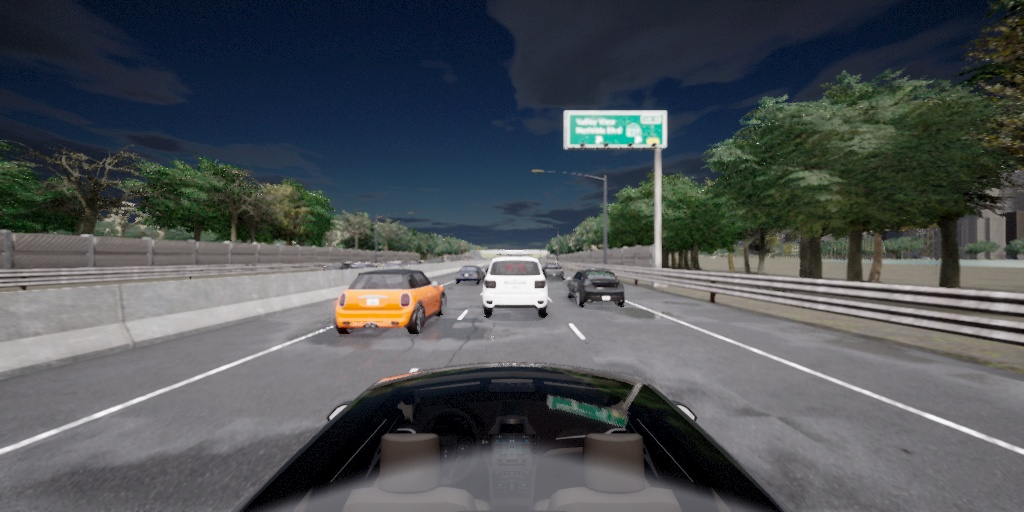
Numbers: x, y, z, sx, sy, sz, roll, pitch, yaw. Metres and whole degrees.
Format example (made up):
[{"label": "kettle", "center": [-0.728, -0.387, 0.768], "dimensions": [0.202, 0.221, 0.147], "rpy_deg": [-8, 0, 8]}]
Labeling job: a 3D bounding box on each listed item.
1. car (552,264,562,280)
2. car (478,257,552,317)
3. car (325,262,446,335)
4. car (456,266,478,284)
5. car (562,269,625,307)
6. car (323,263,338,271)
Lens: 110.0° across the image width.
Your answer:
[{"label": "car", "center": [3.752, 1.452, 33.836], "dimensions": [2.128, 1.511, 4.902], "rpy_deg": [0, 0, 1]}, {"label": "car", "center": [0.119, 1.060, 13.843], "dimensions": [2.150, 2.045, 5.566], "rpy_deg": [0, 0, 0]}, {"label": "car", "center": [-3.406, 1.168, 10.954], "dimensions": [2.097, 1.767, 4.553], "rpy_deg": [0, 0, 1]}, {"label": "car", "center": [-3.295, 1.477, 28.810], "dimensions": [2.033, 1.411, 5.357], "rpy_deg": [0, 0, 1]}, {"label": "car", "center": [3.635, 1.358, 16.180], "dimensions": [1.837, 1.490, 4.892], "rpy_deg": [0, 0, 0]}, {"label": "car", "center": [-20.846, 1.521, 43.158], "dimensions": [1.837, 1.490, 4.892], "rpy_deg": [0, 0, 1]}]
